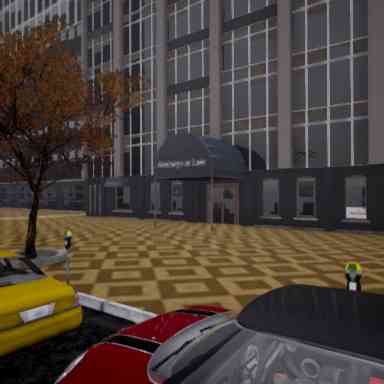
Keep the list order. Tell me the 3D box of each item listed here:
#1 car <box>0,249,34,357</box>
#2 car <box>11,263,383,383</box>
[{"bbox_3d":[-3.866,1.524,5.636,4.829,1.417,1.752,0,0,36],"label":"car"},{"bbox_3d":[0.781,1.438,2.321,4.097,1.590,1.967,0,0,36],"label":"car"}]
